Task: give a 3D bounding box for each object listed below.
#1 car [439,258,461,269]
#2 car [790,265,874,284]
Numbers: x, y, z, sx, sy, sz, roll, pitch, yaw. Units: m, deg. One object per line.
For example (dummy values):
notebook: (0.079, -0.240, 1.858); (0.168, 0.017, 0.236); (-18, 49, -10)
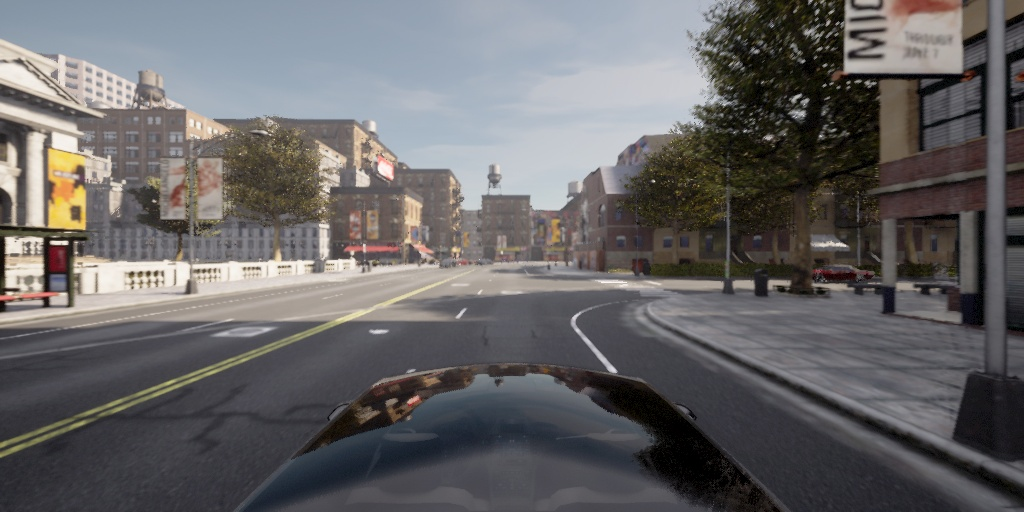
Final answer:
car: (-9.877, 1.168, 55.682); (1.837, 1.490, 4.892); (0, 0, 8)
car: (23.359, 1.310, 26.324); (4.718, 1.301, 1.895); (0, 0, 0)
